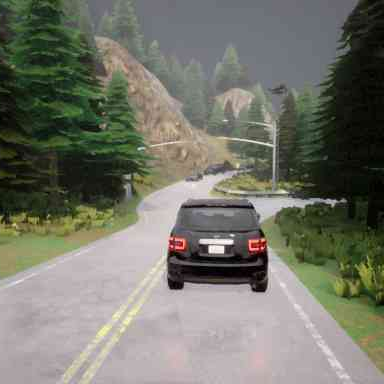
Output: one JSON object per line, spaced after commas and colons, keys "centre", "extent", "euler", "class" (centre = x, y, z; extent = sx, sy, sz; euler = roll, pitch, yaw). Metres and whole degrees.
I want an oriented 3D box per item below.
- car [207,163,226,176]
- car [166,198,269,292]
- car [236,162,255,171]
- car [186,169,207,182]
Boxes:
{"centre": [4.448, -4.337, 63.781], "extent": [2.150, 2.045, 5.566], "euler": [4, 10, 36], "class": "car"}
{"centre": [0.705, 1.172, 8.993], "extent": [2.150, 2.045, 5.566], "euler": [0, 0, 5], "class": "car"}
{"centre": [11.485, -5.593, 70.931], "extent": [4.553, 1.767, 2.097], "euler": [-9, 9, -36], "class": "car"}
{"centre": [0.426, -2.530, 55.250], "extent": [1.994, 1.385, 4.181], "euler": [2, 10, 19], "class": "car"}
